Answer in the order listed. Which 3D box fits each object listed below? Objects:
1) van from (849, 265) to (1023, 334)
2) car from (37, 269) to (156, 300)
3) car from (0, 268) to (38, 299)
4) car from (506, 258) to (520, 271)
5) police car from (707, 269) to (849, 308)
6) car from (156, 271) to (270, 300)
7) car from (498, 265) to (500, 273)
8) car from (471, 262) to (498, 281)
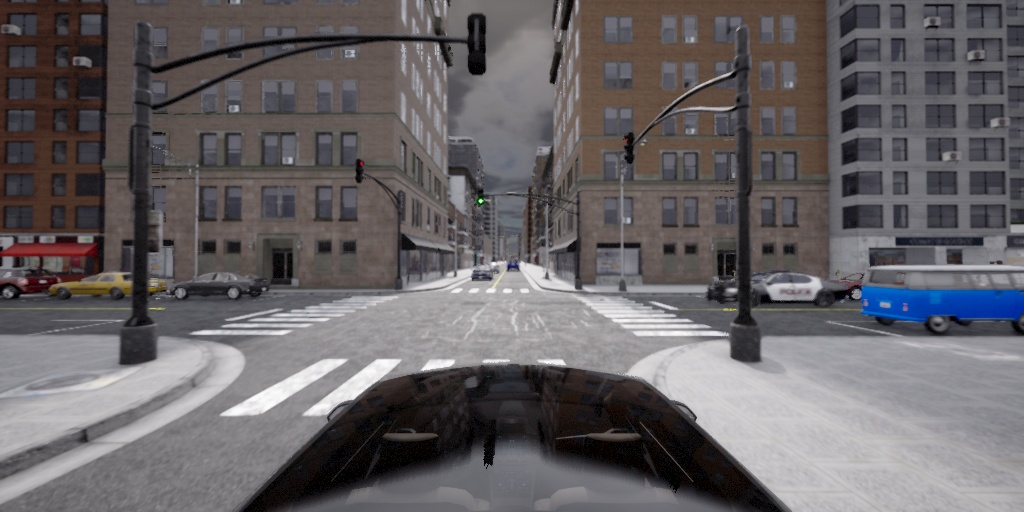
[{"bbox_3d":[12.300,1.139,10.031,3.998,1.789,1.690,0,0,0],"label":"van"},{"bbox_3d":[-20.441,1.417,18.211,4.829,1.417,1.751,0,0,0],"label":"car"},{"bbox_3d":[-25.788,1.328,18.236,4.097,1.591,1.967,0,0,0],"label":"car"},{"bbox_3d":[0.187,1.421,58.771,2.150,2.045,5.566,0,0,0],"label":"car"},{"bbox_3d":[11.161,1.381,15.433,4.974,1.542,2.038,0,-1,0],"label":"police car"},{"bbox_3d":[-14.752,1.446,18.184,4.403,1.370,2.007,0,0,0],"label":"car"},{"bbox_3d":[-2.675,1.615,49.257,2.128,1.511,4.902,0,0,0],"label":"car"},{"bbox_3d":[-2.740,1.552,34.172,2.033,1.411,5.357,0,0,0],"label":"car"}]
